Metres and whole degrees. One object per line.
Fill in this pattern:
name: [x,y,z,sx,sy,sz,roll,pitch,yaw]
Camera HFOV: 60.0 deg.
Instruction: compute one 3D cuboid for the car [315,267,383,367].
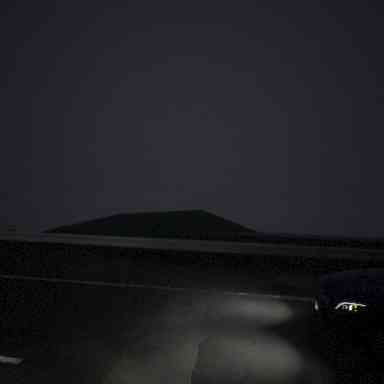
car: [4.241,1.553,4.701,4.674,1.442,1.812,1,0,13]
